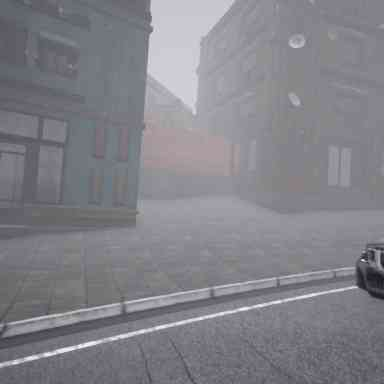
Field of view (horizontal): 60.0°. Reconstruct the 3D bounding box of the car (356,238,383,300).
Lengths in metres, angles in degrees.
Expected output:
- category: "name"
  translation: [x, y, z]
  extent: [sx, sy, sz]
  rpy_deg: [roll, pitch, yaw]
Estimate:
- category: "car"
  translation: [6.100, 1.299, 7.120]
  extent: [5.566, 2.045, 2.150]
  rpy_deg: [1, -1, -26]
